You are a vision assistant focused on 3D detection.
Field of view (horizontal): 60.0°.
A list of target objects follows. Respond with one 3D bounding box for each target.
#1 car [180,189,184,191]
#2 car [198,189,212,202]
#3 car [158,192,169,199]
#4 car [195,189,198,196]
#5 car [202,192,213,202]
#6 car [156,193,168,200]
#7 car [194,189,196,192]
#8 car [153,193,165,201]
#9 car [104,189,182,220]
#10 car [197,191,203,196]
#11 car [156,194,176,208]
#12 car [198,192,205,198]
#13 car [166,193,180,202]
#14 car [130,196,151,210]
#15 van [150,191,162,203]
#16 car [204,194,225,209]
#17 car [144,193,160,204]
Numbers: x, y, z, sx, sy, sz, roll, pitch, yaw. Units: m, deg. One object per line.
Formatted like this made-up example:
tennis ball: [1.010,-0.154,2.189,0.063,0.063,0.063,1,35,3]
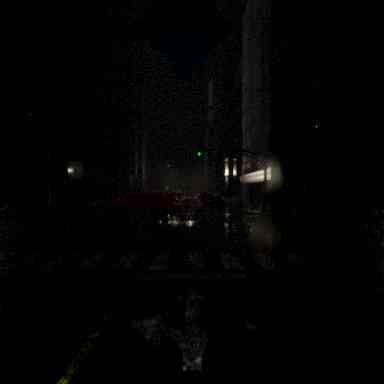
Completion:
car: [-3.333,0.373,72.815,2.128,1.511,4.902,0,1,0]
car: [2.584,0.762,55.141,2.192,1.841,5.009,0,1,0]
car: [-6.085,0.809,72.007,1.947,1.339,4.313,0,1,0]
car: [2.442,0.558,72.071,2.192,1.841,5.009,0,1,0]
car: [2.678,1.121,43.856,1.887,1.381,4.507,0,1,0]
car: [-6.037,0.863,66.363,2.008,1.369,4.403,0,1,0]
car: [2.298,0.571,89.004,1.887,1.381,4.507,0,1,0]
car: [-5.990,0.963,60.719,1.802,1.307,4.206,0,1,0]
car: [-3.790,1.004,25.465,5.566,2.045,2.150,1,0,0]
car: [2.249,0.477,94.816,1.752,1.417,4.829,0,1,0]
car: [-3.149,1.102,40.749,2.128,1.511,4.902,0,1,0]
car: [2.344,0.623,83.530,1.752,1.417,4.829,0,1,0]
car: [-3.243,0.966,57.502,2.033,1.411,5.357,0,1,0]
car: [-5.800,1.221,38.143,1.802,1.307,4.206,0,1,0]
van: [-5.941,0.788,55.073,1.690,1.788,3.998,0,1,0]
car: [2.725,1.205,38.213,1.947,1.339,4.313,0,1,0]
car: [-5.894,0.953,49.430,1.967,1.590,4.097,0,1,0]
